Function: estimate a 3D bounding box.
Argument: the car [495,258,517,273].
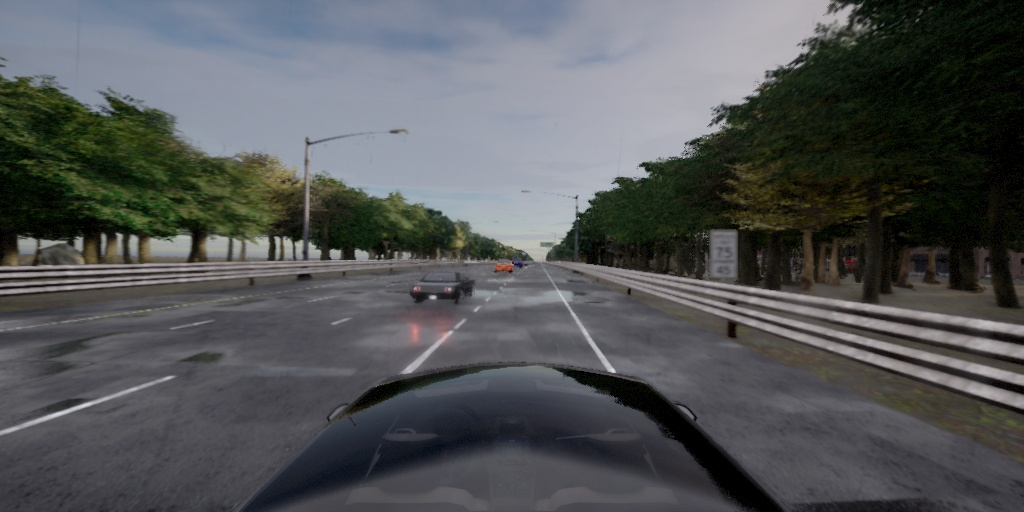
[{"bbox_3d":[-0.883,1.182,44.985,2.097,1.767,4.553,1,0,4],"label":"car"}]

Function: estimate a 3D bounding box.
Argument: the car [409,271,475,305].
[{"bbox_3d":[-2.883,1.308,15.969,1.895,1.301,4.718,1,0,4],"label":"car"}]
